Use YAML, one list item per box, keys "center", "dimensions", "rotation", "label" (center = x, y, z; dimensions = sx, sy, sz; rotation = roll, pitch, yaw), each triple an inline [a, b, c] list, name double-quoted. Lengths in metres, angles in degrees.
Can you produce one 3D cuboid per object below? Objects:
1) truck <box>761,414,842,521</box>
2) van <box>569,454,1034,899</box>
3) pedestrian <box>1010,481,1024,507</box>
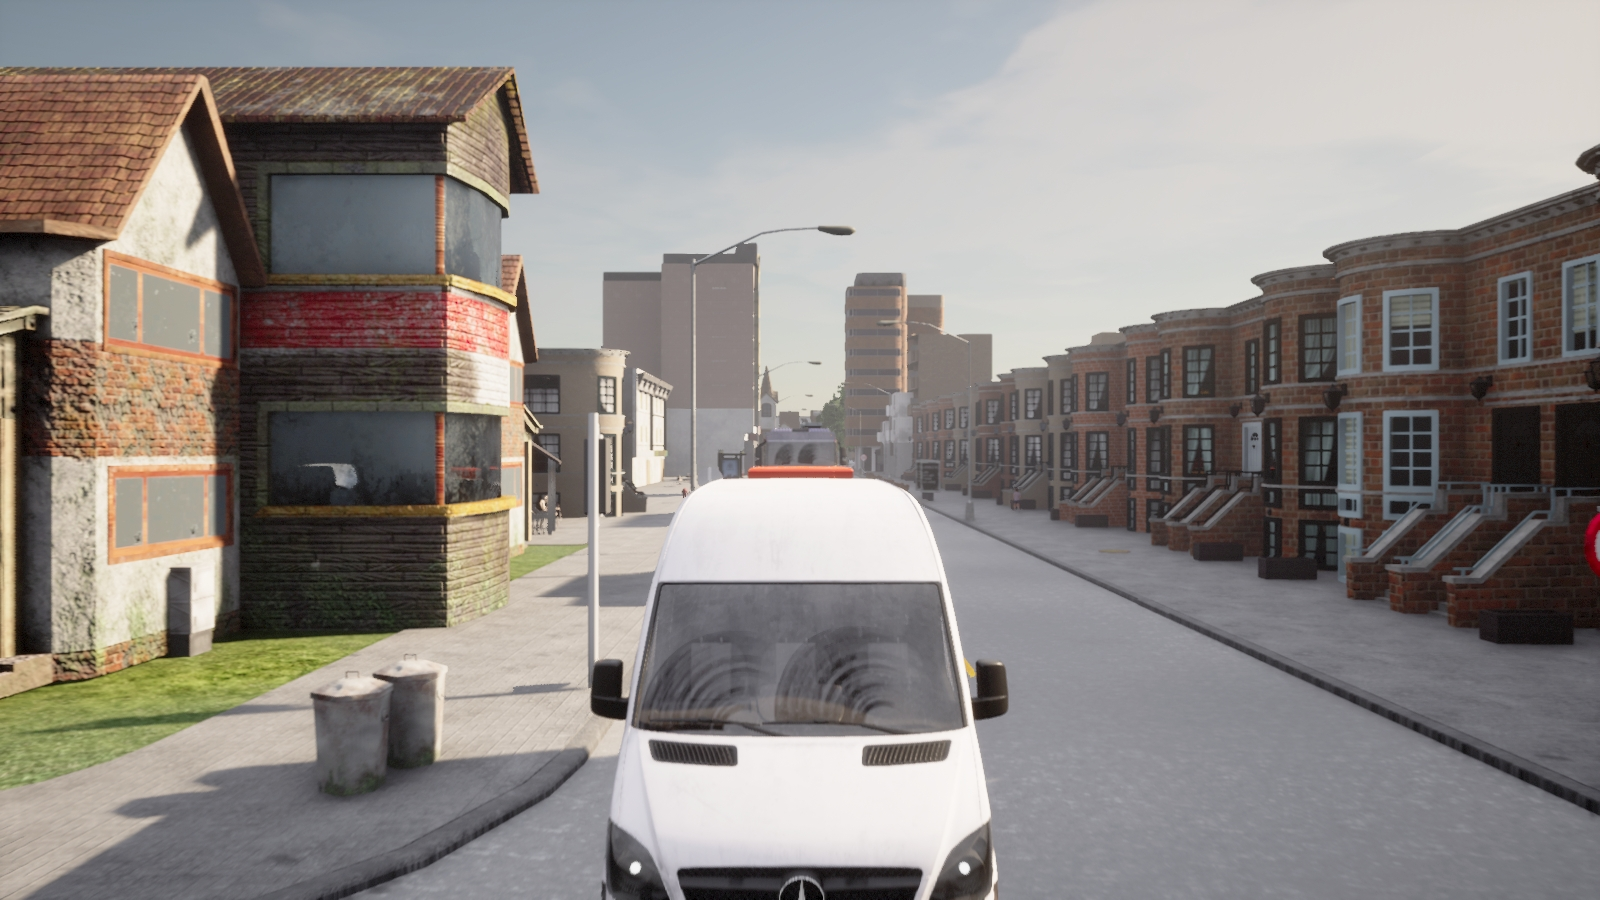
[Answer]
- center: [0.019, 0.666, 45.024]
  dimensions: [2.891, 3.827, 8.468]
  rotation: [0, -1, 0]
  label: "truck"
- center: [0.003, 1.314, 7.846]
  dimensions: [1.988, 2.561, 5.915]
  rotation: [0, 0, 0]
  label: "van"
- center: [9.346, 1.902, 49.230]
  dimensions: [0.500, 1.100, 0.500]
  rotation: [0, 0, -5]
  label: "pedestrian"
